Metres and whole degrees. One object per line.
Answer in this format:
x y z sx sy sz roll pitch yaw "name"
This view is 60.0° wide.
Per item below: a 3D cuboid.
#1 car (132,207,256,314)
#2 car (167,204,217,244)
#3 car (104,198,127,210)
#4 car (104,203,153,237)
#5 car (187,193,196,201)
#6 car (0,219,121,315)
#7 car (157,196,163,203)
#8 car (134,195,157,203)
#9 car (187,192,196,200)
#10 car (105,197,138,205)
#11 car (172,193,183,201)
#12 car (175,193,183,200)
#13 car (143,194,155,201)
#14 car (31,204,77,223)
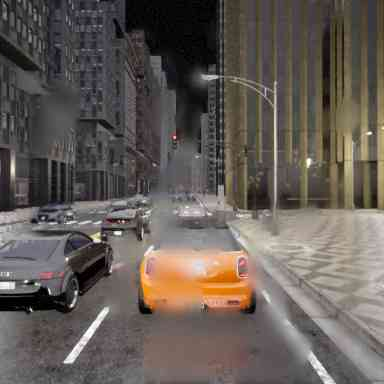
0.096 1.350 7.764 2.097 1.767 4.553 0 0 0 "car"
0.015 1.480 16.770 2.128 1.511 4.902 0 0 1 "car"
-9.895 1.536 43.288 1.895 1.301 4.718 0 0 0 "car"
-3.165 1.494 16.563 1.837 1.490 4.892 0 0 0 "car"
-0.077 1.345 74.313 1.812 1.442 4.674 0 0 0 "car"
-3.164 1.562 7.667 1.994 1.385 4.181 0 0 0 "car"
-6.615 1.414 63.374 2.033 1.411 5.357 0 0 0 "car"
-6.648 1.471 46.889 2.033 1.411 5.357 0 0 0 "car"
-0.088 0.982 84.287 2.097 1.767 4.553 0 0 0 "car"
-6.634 1.491 31.199 1.812 1.442 4.674 0 0 0 "car"
-3.327 1.176 74.279 2.097 1.767 4.553 0 0 0 "car"
-3.338 1.126 84.315 1.837 1.490 4.892 0 0 0 "car"
-9.831 1.335 76.330 2.128 1.511 4.902 0 0 0 "car"
-9.874 1.543 24.060 1.994 1.385 4.181 0 0 0 "car"
